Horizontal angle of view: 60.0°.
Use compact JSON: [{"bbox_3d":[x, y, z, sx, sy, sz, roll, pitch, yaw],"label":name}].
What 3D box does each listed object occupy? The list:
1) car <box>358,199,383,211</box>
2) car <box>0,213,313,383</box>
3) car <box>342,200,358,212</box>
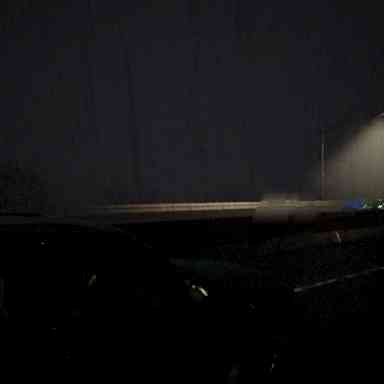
[{"bbox_3d":[19.747,1.489,34.577,4.553,1.767,2.097,0,0,-34],"label":"car"},{"bbox_3d":[-1.330,1.222,2.922,5.566,2.045,2.150,0,0,-35],"label":"car"},{"bbox_3d":[19.433,1.622,38.589,5.008,1.535,1.882,0,0,-34],"label":"car"}]
